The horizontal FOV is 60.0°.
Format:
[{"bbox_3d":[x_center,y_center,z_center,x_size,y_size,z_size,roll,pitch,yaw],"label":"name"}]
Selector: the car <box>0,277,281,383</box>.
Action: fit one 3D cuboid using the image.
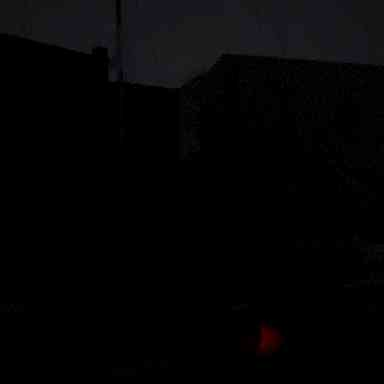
[{"bbox_3d":[-1.243,1.555,2.820,4.181,1.385,1.994,-1,0,-32],"label":"car"}]
